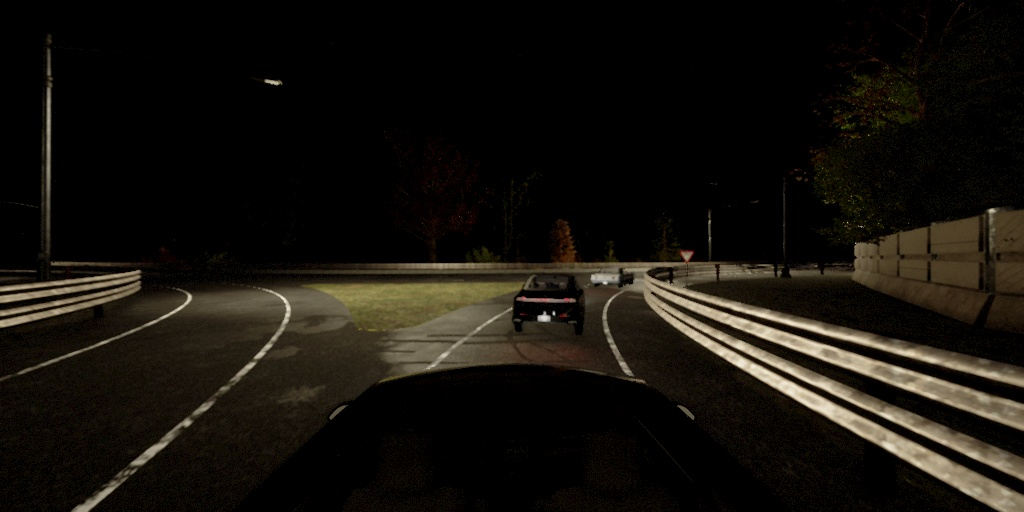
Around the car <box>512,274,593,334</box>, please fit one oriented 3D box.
[{"bbox_3d":[1.267,1.282,10.854,2.128,1.511,4.902,0,0,12],"label":"car"}]

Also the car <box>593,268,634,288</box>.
[{"bbox_3d":[7.177,1.462,25.101,1.895,1.301,4.718,0,0,31],"label":"car"}]
